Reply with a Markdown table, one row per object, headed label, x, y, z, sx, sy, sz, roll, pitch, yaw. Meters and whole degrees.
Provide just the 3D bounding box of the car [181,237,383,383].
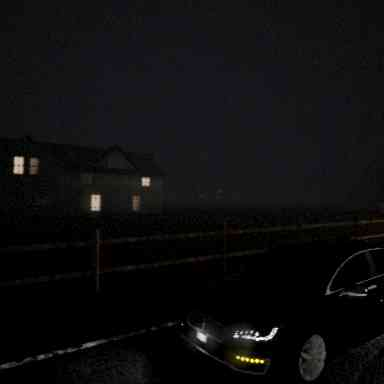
| label | x | y | z | sx | sy | sz | roll | pitch | yaw |
| --- | --- | --- | --- | --- | --- | --- | --- | --- | --- |
| car | 2.105 | 1.571 | 5.484 | 4.892 | 1.490 | 1.837 | 1 | -1 | -35 |
